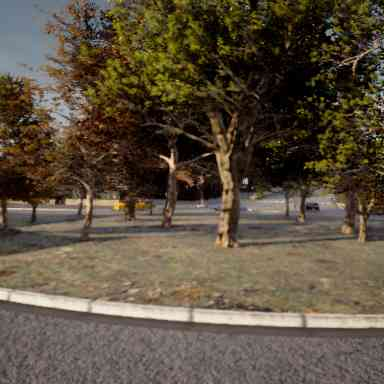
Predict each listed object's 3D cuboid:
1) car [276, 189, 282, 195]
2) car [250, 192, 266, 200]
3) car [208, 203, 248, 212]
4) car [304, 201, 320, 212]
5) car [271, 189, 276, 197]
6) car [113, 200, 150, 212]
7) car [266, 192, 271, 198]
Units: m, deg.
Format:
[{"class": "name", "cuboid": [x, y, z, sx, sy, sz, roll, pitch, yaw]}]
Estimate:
[{"class": "car", "cuboid": [21.956, -0.035, 90.504, 2.435, 2.045, 5.566, 1, 3, 26]}, {"class": "car", "cuboid": [14.571, 0.974, 75.383, 1.946, 1.575, 5.366, 1, 3, 26]}, {"class": "car", "cuboid": [4.951, 1.984, 45.602, 5.357, 1.411, 2.033, 1, 0, 8]}, {"class": "car", "cuboid": [17.687, 2.037, 49.270, 1.837, 1.490, 4.892, 0, 1, 13]}, {"class": "car", "cuboid": [19.414, 0.474, 85.300, 1.946, 1.575, 5.366, 1, 3, 26]}, {"class": "car", "cuboid": [-7.711, 1.723, 43.253, 5.008, 1.535, 1.882, 1, -1, -23]}, {"class": "car", "cuboid": [16.996, 0.723, 80.338, 1.946, 1.575, 5.366, 1, 3, 26]}]
